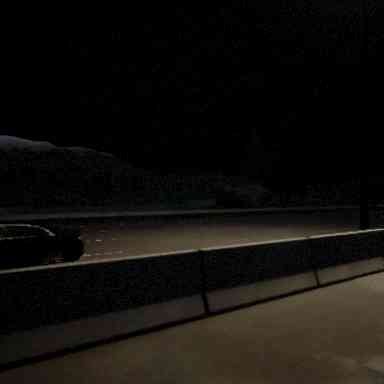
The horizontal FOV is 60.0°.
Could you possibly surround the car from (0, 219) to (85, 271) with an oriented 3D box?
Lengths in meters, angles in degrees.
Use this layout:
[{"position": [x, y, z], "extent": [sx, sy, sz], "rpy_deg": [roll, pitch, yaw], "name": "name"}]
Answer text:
[{"position": [-5.353, 1.496, 8.751], "extent": [4.902, 1.511, 2.128], "rpy_deg": [1, 0, -35], "name": "car"}]
